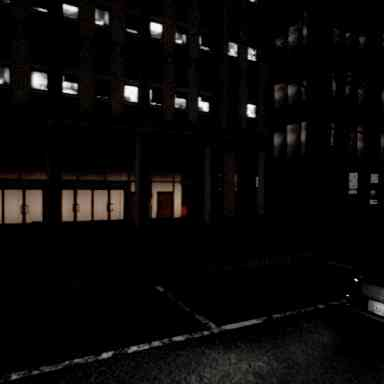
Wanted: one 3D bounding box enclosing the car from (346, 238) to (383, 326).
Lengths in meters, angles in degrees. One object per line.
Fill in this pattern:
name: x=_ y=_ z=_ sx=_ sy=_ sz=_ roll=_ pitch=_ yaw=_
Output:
car: x=4.877 y=1.427 z=5.937 sx=4.902 sy=1.511 sz=2.128 roll=0 pitch=1 yaw=-28
